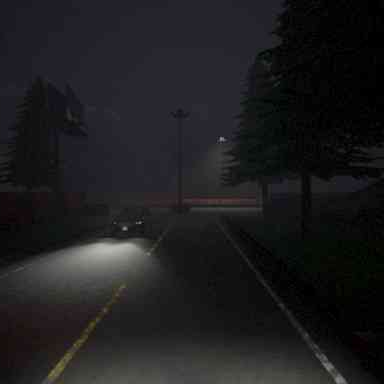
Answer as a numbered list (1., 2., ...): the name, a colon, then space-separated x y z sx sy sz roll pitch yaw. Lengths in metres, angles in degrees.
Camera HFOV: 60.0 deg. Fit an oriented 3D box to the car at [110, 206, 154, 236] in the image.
1. car: -3.351 1.606 19.263 2.128 1.511 4.902 0 0 1
